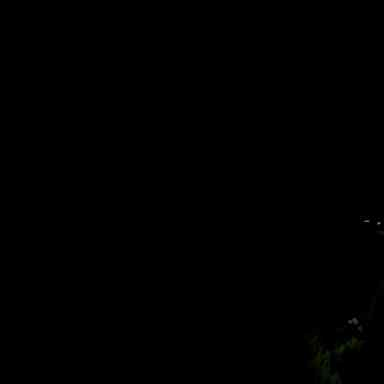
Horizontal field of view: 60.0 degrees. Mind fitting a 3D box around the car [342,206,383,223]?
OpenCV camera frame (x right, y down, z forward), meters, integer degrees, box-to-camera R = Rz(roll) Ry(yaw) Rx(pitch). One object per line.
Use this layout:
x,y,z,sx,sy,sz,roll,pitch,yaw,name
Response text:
12.549,1.847,24.343,1.837,1.490,4.892,-4,-1,6,car
